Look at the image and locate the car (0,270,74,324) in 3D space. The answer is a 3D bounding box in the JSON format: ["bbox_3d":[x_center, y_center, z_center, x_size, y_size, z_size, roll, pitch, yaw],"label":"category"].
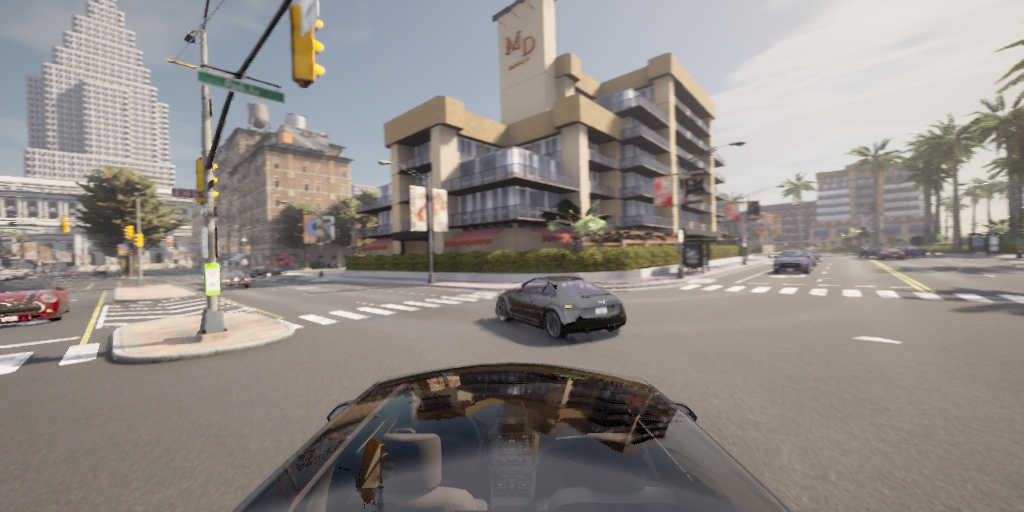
[{"bbox_3d":[-18.648,1.584,13.641,4.553,1.767,2.097,-1,0,42],"label":"car"}]

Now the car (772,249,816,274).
[{"bbox_3d":[21.037,0.341,26.860,2.097,1.767,4.553,-1,0,43],"label":"car"}]

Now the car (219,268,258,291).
[{"bbox_3d":[-21.424,1.784,27.220,5.357,1.411,2.033,-1,0,42],"label":"car"}]

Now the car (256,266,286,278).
[{"bbox_3d":[-29.477,1.888,43.437,1.837,1.490,4.892,-2,1,-3],"label":"car"}]

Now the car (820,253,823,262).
[{"bbox_3d":[34.551,0.014,41.516,1.837,1.490,4.892,-1,0,43],"label":"car"}]

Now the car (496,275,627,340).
[{"bbox_3d":[1.127,1.234,9.964,1.994,1.385,4.181,-2,0,-27],"label":"car"}]

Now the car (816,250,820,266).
[{"bbox_3d":[27.741,0.277,34.124,1.812,1.442,4.674,-1,0,43],"label":"car"}]

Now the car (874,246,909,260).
[{"bbox_3d":[44.296,-0.254,41.940,1.812,1.442,4.674,-1,0,39],"label":"car"}]
